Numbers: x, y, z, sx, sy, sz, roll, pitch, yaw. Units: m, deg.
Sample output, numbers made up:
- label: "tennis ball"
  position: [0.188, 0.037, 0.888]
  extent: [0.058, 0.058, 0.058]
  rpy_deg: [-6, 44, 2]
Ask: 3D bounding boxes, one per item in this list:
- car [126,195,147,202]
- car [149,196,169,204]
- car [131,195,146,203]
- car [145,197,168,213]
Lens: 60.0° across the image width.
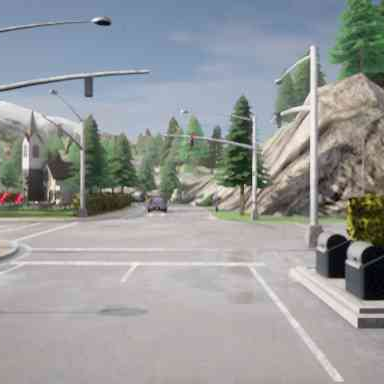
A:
- label: "car"
  position: [-12.342, 1.430, 73.579]
  extent: [5.008, 1.535, 1.882]
  rpy_deg: [0, 0, 42]
- label: "car"
  position: [-6.476, 1.545, 65.023]
  extent: [2.033, 1.411, 5.357]
  rpy_deg: [0, 0, -27]
- label: "car"
  position: [-11.441, 1.521, 66.808]
  extent: [1.837, 1.490, 4.892]
  rpy_deg: [0, 0, -32]
- label: "car"
  position: [-3.755, 1.562, 36.851]
  extent: [1.994, 1.385, 4.181]
  rpy_deg: [0, 0, -2]
